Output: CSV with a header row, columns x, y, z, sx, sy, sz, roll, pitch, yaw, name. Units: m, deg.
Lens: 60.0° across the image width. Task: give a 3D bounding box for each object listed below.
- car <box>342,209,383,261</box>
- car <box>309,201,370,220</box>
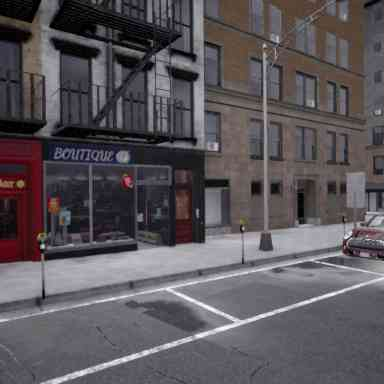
x,y,z,sx,sy,sz,roll,pitch,yaw,name
7.023,1.442,11.576,4.097,1.590,1.967,0,-1,-36,car
13.905,1.664,31.685,1.882,1.535,5.008,-1,0,-37,car
